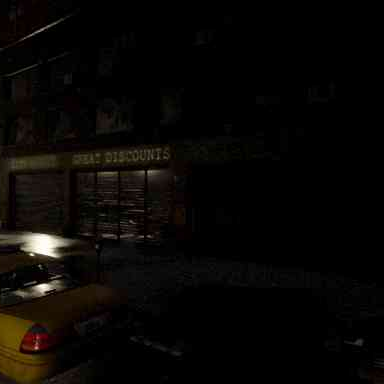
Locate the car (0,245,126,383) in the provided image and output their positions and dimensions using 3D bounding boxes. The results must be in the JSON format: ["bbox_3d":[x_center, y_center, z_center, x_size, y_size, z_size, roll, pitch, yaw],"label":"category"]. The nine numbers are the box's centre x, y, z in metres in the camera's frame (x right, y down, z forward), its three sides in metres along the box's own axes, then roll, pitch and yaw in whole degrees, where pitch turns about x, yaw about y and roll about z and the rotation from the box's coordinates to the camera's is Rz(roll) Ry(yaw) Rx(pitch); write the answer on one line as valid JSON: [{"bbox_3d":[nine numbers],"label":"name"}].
[{"bbox_3d":[-3.056,1.524,5.267,4.829,1.417,1.752,0,1,36],"label":"car"}]

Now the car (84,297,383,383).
[{"bbox_3d":[1.628,1.551,1.922,4.403,1.369,2.008,0,1,36],"label":"car"}]
